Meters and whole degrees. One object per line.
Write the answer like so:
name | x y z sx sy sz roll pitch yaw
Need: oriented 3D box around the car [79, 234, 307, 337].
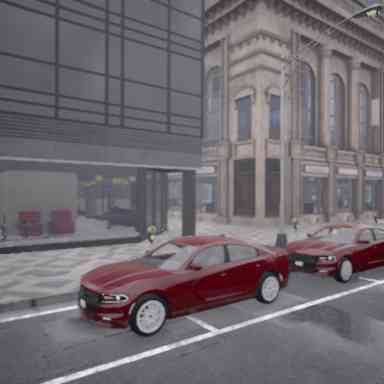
car | 0.066 1.581 6.704 4.507 1.381 1.887 1 -1 -36

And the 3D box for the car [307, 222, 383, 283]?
car | 4.624 1.633 9.961 4.507 1.381 1.887 1 -1 -36
